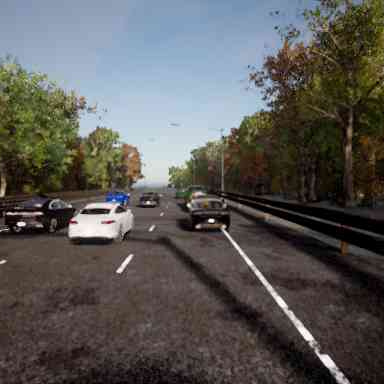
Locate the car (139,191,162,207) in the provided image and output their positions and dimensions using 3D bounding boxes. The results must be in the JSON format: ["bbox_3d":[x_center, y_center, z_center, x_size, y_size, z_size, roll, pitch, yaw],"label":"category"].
[{"bbox_3d":[-4.095,0.674,33.017,1.837,1.490,4.892,0,1,-2],"label":"car"}]

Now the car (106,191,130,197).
[{"bbox_3d":[-7.649,0.605,34.689,1.882,1.535,5.008,0,1,-2],"label":"car"}]

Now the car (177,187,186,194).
[{"bbox_3d":[-2.271,-0.342,70.081,1.812,1.442,4.674,0,1,-3],"label":"car"}]

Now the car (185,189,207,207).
[{"bbox_3d":[0.541,0.765,27.240,1.801,1.575,5.366,0,1,-2],"label":"car"}]

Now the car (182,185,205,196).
[{"bbox_3d":[0.366,0.394,33.109,2.150,2.045,5.566,0,1,-2],"label":"car"}]

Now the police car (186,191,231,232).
[{"bbox_3d":[0.788,0.984,17.100,1.930,1.638,5.238,0,1,-1],"label":"police car"}]

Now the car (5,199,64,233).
[{"bbox_3d":[-7.158,1.065,16.308,2.128,1.511,4.902,0,1,-1],"label":"car"}]

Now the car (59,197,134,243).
[{"bbox_3d":[-3.607,1.165,13.768,1.812,1.442,4.674,0,1,-1],"label":"car"}]

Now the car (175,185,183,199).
[{"bbox_3d":[-1.364,-0.043,51.791,2.150,2.045,5.566,0,1,-3],"label":"car"}]
